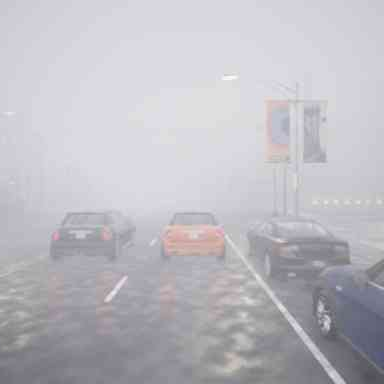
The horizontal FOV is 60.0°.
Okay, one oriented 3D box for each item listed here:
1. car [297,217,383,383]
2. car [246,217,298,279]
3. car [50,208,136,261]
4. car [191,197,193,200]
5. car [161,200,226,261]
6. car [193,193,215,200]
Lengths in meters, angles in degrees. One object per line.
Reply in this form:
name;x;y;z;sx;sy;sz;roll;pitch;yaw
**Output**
car;3.039;1.359;3.690;2.185;1.767;4.553;0;0;0
car;2.897;1.492;10.115;2.097;1.535;5.008;0;0;0
car;-3.442;1.371;12.445;2.097;1.767;4.553;0;0;0
car;1.807;1.461;86.462;2.097;1.767;4.553;0;0;40
car;0.058;1.371;12.440;2.097;1.767;4.553;0;0;0
car;3.548;1.327;83.139;2.150;2.045;5.566;0;0;40
